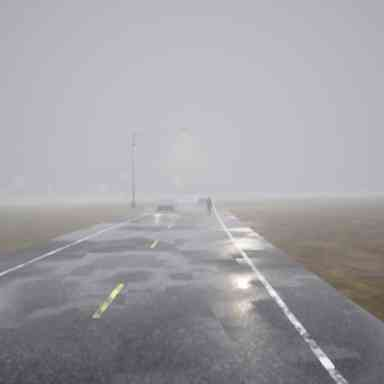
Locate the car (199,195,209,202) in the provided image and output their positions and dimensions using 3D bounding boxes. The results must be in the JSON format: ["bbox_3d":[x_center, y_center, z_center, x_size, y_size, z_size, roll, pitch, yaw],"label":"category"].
[{"bbox_3d":[2.750,1.434,75.389,2.128,1.511,4.902,0,0,2],"label":"car"}]

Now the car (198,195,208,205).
[{"bbox_3d":[2.026,1.403,58.636,1.882,1.535,5.008,0,0,3],"label":"car"}]

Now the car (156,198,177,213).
[{"bbox_3d":[-2.723,1.430,36.586,1.882,1.535,5.008,0,0,3],"label":"car"}]

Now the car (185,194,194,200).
[{"bbox_3d":[-0.624,1.215,78.458,1.812,1.442,4.674,0,0,2],"label":"car"}]

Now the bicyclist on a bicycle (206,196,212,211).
[{"bbox_3d":[1.957,1.320,39.156,0.659,1.776,1.843,0,0,3],"label":"bicyclist on a bicycle"}]

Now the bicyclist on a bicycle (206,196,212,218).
[{"bbox_3d":[1.535,1.415,29.258,0.582,1.620,1.656,0,0,2],"label":"bicyclist on a bicycle"}]
